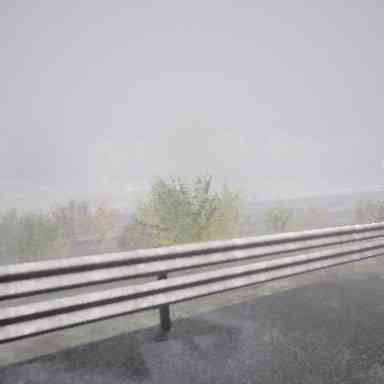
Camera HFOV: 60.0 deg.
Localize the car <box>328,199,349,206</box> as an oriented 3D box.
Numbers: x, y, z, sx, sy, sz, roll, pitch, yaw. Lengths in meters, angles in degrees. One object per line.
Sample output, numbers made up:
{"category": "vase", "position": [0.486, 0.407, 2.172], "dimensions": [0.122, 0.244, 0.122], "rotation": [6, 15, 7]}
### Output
{"category": "car", "position": [27.882, 2.068, 62.947], "dimensions": [4.181, 1.385, 1.994], "rotation": [-4, 3, -21]}
